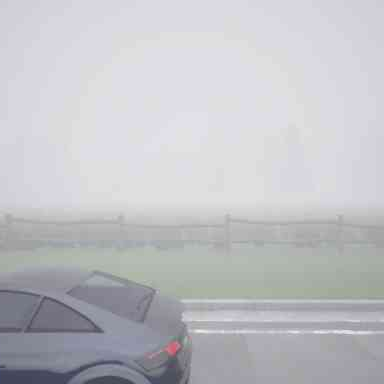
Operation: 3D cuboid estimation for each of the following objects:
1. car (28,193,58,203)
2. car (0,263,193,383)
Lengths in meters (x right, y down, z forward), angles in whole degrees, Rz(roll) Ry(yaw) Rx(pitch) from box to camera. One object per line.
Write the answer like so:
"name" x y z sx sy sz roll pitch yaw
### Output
"car" -25.913 1.191 57.946 4.605 1.855 1.932 0 0 0
"car" -2.085 1.563 3.714 4.181 1.385 1.994 0 0 0
